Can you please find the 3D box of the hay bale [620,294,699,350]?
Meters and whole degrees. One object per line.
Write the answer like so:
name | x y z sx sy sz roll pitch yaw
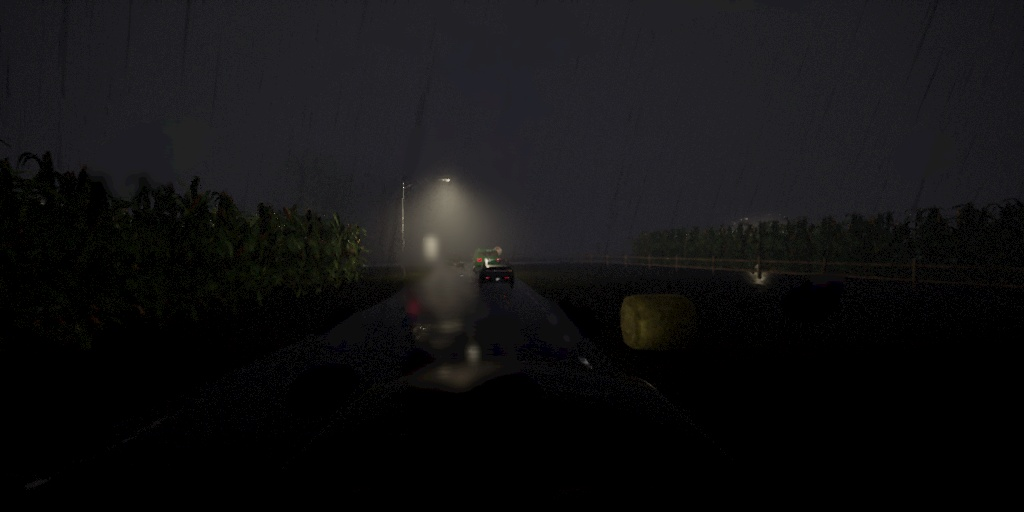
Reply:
hay bale | 3.029 1.295 7.531 1.220 1.180 1.240 0 0 -2

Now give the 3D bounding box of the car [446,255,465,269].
car | -6.367 0.579 40.135 1.882 1.535 5.008 0 1 -11

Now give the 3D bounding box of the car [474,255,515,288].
car | -0.936 0.910 20.394 2.128 1.511 4.902 0 1 -5

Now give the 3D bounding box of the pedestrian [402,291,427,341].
pedestrian | -2.139 0.930 7.878 0.375 1.860 0.375 0 1 -7

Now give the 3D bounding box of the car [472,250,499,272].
car | -2.308 0.451 31.878 2.150 2.045 5.566 0 1 -10
